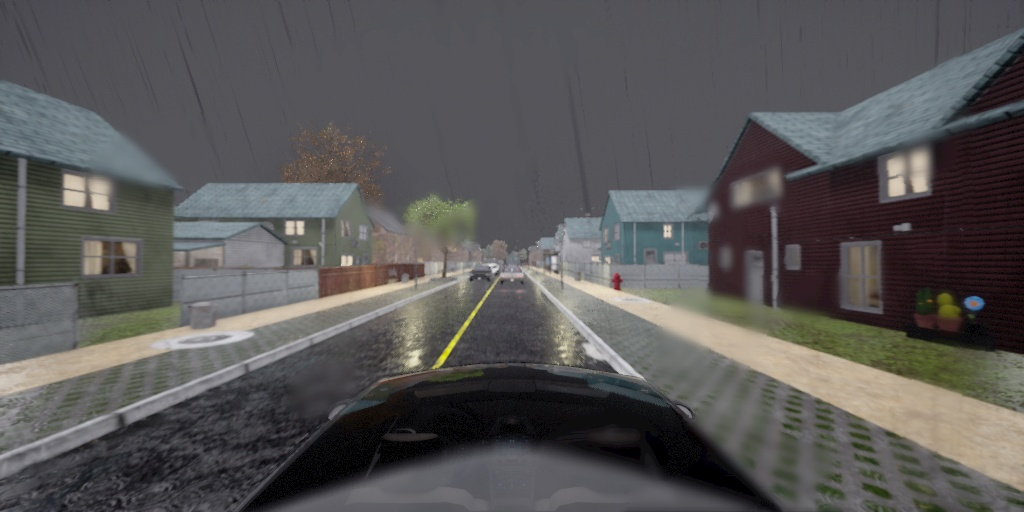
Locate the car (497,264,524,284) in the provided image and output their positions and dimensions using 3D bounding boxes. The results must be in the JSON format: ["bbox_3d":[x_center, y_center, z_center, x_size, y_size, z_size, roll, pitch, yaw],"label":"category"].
[{"bbox_3d":[0.011,1.558,29.338,1.895,1.301,4.718,0,-1,0],"label":"car"}]

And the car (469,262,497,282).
[{"bbox_3d":[-2.746,1.538,32.865,2.033,1.411,5.357,0,-1,0],"label":"car"}]

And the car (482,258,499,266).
[{"bbox_3d":[-2.744,1.319,44.619,2.150,2.045,5.566,0,-1,0],"label":"car"}]
